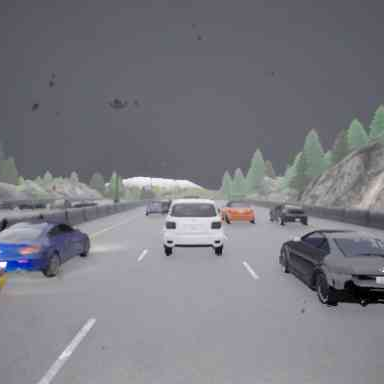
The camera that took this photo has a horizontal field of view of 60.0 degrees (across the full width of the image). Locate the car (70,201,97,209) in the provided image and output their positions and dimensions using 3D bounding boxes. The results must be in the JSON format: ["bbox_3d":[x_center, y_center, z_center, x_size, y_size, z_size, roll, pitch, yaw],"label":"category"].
[{"bbox_3d":[-14.275,1.798,44.576,1.895,1.301,4.718,0,0,0],"label":"car"}]

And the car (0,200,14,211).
[{"bbox_3d":[-24.766,1.760,42.811,1.994,1.385,4.181,0,0,0],"label":"car"}]

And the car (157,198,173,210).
[{"bbox_3d":[-3.694,1.678,47.063,1.882,1.535,5.008,0,0,0],"label":"car"}]

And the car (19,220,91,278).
[{"bbox_3d":[-4.589,1.581,10.244,1.812,1.442,4.674,0,0,0],"label":"car"}]

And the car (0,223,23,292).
[{"bbox_3d":[-4.564,1.484,4.427,1.801,1.575,5.366,0,0,0],"label":"car"}]

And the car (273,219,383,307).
[{"bbox_3d":[3.570,1.605,8.150,1.994,1.385,4.181,0,0,0],"label":"car"}]

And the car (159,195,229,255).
[{"bbox_3d":[0.047,1.290,13.838,2.150,2.045,5.566,0,0,0],"label":"car"}]

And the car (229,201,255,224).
[{"bbox_3d":[3.492,1.464,26.022,2.097,1.767,4.553,0,0,0],"label":"car"}]

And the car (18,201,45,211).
[{"bbox_3d":[-21.271,1.802,44.487,1.895,1.301,4.718,0,0,0],"label":"car"}]

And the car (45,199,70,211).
[{"bbox_3d":[-17.774,1.728,45.300,1.812,1.442,4.674,0,0,0],"label":"car"}]

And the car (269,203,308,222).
[{"bbox_3d":[6.999,1.609,24.500,1.837,1.490,4.892,0,0,0],"label":"car"}]

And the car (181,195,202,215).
[{"bbox_3d":[-0.061,1.381,37.333,2.150,2.045,5.566,0,0,-1],"label":"car"}]

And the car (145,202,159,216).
[{"bbox_3d":[-3.601,1.697,34.195,2.033,1.411,5.357,0,0,0],"label":"car"}]
